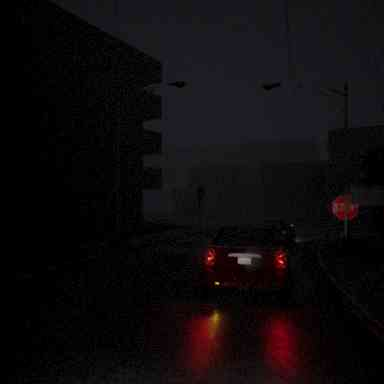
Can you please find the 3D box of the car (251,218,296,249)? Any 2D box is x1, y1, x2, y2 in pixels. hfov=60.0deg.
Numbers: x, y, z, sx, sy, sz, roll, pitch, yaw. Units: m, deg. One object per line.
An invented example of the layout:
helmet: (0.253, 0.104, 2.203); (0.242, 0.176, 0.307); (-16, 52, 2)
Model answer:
car: (4.813, 2.286, 19.127); (1.994, 1.385, 4.181); (0, -2, 21)

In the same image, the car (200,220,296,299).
car: (1.602, 1.645, 9.492); (2.097, 1.767, 4.553); (0, -2, 12)
